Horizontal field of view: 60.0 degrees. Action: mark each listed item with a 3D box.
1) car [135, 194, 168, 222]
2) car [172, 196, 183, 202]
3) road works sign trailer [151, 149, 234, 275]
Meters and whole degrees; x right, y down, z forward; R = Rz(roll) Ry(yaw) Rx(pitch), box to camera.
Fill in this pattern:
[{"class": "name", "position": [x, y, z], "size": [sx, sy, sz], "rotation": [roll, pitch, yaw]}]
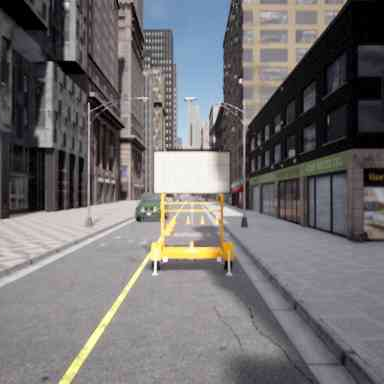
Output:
[{"class": "car", "position": [-3.096, 1.218, 26.583], "size": [2.150, 2.045, 5.566], "rotation": [0, 0, 0]}, {"class": "car", "position": [-2.996, 1.593, 67.801], "size": [1.812, 1.442, 4.674], "rotation": [0, 0, 0]}, {"class": "road works sign trailer", "position": [0.007, 0.459, 10.359], "size": [2.380, 3.560, 2.880], "rotation": [0, 0, 0]}]
